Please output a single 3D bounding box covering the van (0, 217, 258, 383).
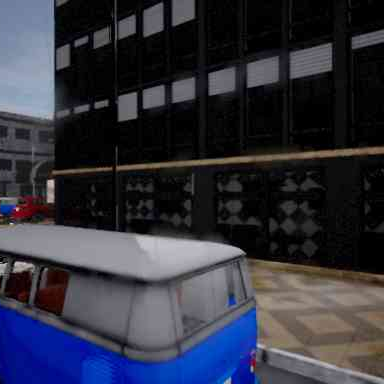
[{"bbox_3d":[-1.263,1.344,3.740,3.998,1.788,1.690,0,0,35],"label":"van"}]

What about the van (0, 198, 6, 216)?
[{"bbox_3d":[-17.989,1.450,30.700,1.690,1.788,3.998,-1,-1,35],"label":"van"}]

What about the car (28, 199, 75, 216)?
[{"bbox_3d":[-14.792,1.567,35.204,1.967,1.590,4.097,-1,-1,35],"label":"car"}]

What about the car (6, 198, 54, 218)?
[{"bbox_3d":[-11.153,1.376,25.853,2.192,1.841,5.009,-1,-1,35],"label":"car"}]
